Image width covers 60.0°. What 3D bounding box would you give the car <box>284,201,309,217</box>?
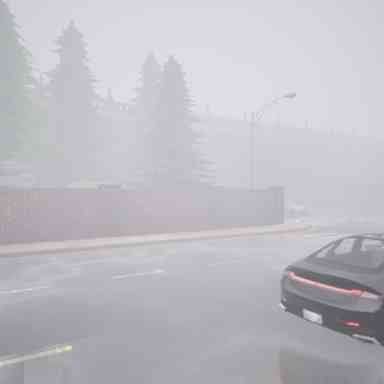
[{"bbox_3d":[9.223,1.581,32.599,1.812,1.442,4.674,0,0,-32],"label":"car"}]

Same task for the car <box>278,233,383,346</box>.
[{"bbox_3d":[3.698,1.491,5.838,4.902,1.511,2.128,0,0,-32],"label":"car"}]
